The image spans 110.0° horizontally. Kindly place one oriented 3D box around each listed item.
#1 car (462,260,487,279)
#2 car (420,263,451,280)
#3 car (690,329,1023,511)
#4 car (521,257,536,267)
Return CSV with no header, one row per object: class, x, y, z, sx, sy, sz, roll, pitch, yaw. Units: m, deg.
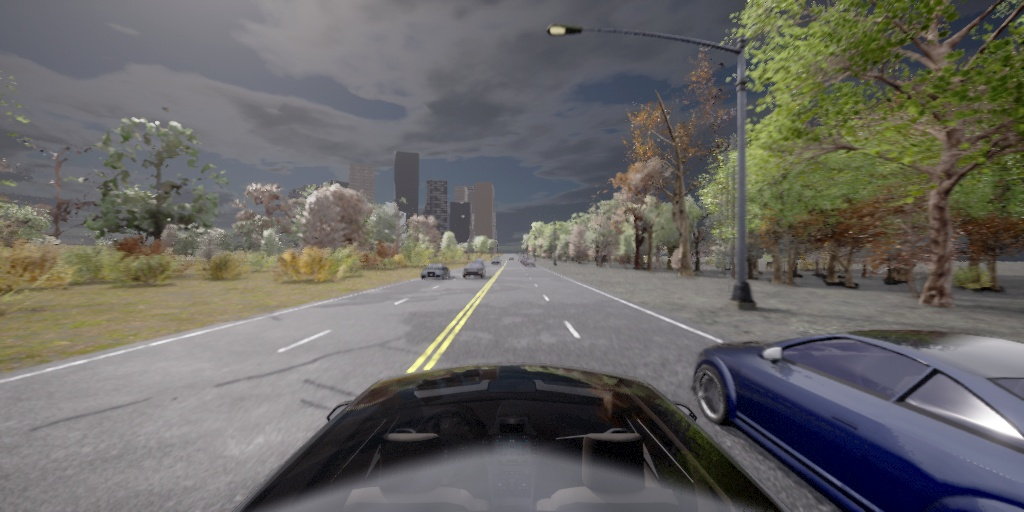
car,-3.331,1.301,32.727,2.033,1.411,5.357,0,0,0
car,-6.580,1.317,31.200,1.994,1.385,4.181,0,0,0
car,3.349,1.312,3.055,1.994,1.385,4.181,0,0,0
car,3.255,1.282,64.820,2.033,1.411,5.357,0,0,0
